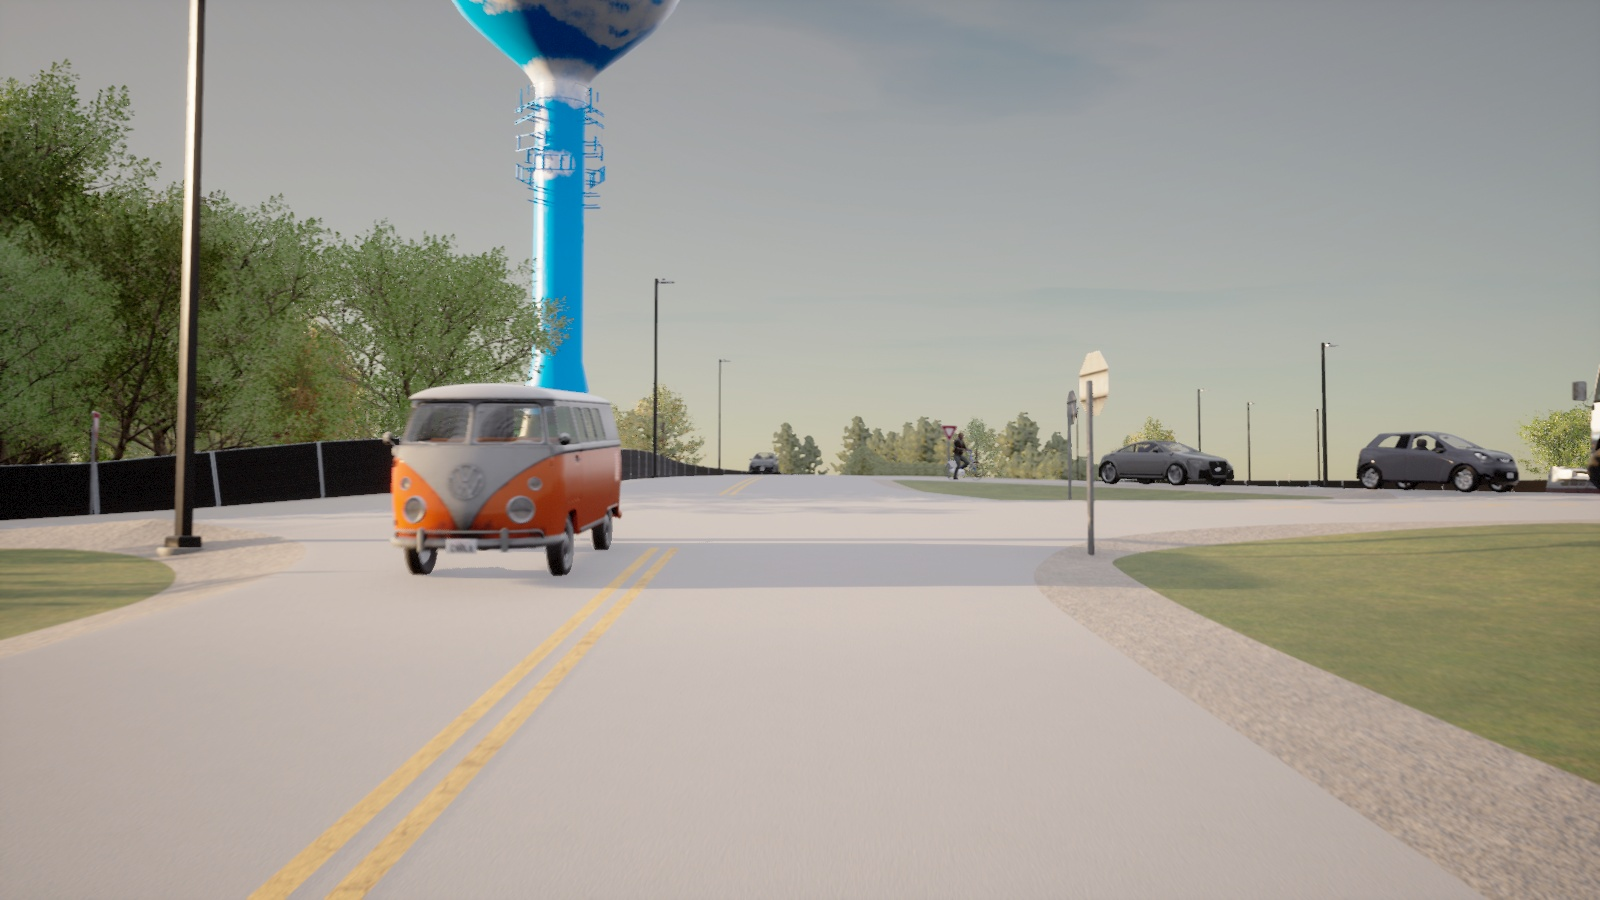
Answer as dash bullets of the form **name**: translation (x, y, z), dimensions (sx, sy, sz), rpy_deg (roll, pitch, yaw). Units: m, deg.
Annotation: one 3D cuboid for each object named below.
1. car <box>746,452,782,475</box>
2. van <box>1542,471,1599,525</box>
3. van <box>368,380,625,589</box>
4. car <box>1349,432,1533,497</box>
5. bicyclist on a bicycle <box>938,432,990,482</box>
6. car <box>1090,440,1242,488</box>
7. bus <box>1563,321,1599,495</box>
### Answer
- **car**: translation (-2.382, 0.904, 83.894), dimensions (2.007, 1.525, 4.514), rpy_deg (0, -1, 3)
- **van**: translation (30.225, 1.814, 47.530), dimensions (1.775, 1.987, 4.442), rpy_deg (0, -2, 2)
- **van**: translation (-3.202, 0.277, 14.179), dimensions (1.775, 1.987, 4.442), rpy_deg (0, 1, 1)
- **car**: translation (15.844, 0.347, 31.195), dimensions (1.845, 1.501, 3.633), rpy_deg (1, -1, -30)
- **bicyclist on a bicycle**: translation (5.963, 0.267, 45.754), dimensions (0.659, 1.776, 1.843), rpy_deg (2, -2, -42)
- **car**: translation (11.163, 0.429, 38.551), dimensions (1.994, 1.385, 4.181), rpy_deg (2, -1, -34)
- **bus**: translation (20.878, -1.023, 28.393), dimensions (3.944, 4.253, 10.273), rpy_deg (0, 0, 18)
